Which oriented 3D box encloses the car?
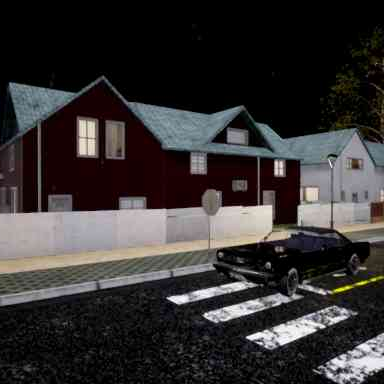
[{"bbox_3d":[2.803,1.630,8.867,4.718,1.301,1.895,0,0,-39],"label":"car"}]
